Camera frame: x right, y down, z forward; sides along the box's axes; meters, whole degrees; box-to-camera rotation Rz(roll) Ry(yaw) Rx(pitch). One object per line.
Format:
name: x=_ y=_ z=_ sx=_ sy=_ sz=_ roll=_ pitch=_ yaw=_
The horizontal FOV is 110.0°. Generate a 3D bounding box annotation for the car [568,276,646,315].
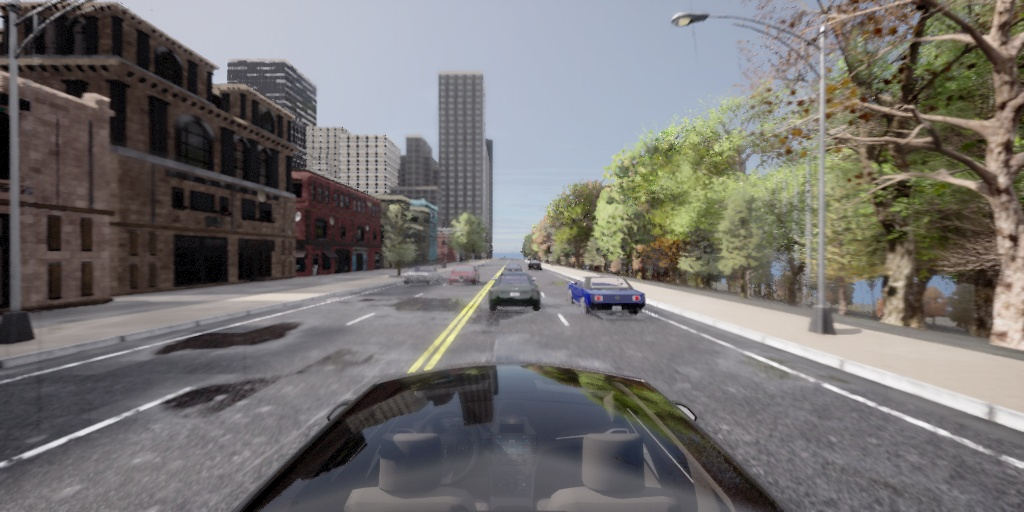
car: x=3.356 y=1.388 z=13.681 sx=1.895 sy=1.301 sz=4.718 roll=0 pitch=0 yaw=0

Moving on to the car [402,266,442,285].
car: x=-6.586 y=1.426 z=26.626 sx=1.895 sy=1.301 sz=4.718 roll=0 pitch=0 yaw=0

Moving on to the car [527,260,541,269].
car: x=3.373 y=1.378 z=54.332 sx=1.882 sy=1.535 sz=5.008 roll=0 pitch=0 yaw=0

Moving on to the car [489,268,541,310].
car: x=0.107 y=1.355 z=14.974 sx=1.994 sy=1.385 sz=4.181 roll=0 pitch=0 yaw=0

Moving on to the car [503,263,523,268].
car: x=0.113 y=1.399 z=35.856 sx=2.033 sy=1.411 sz=5.357 roll=0 pitch=0 yaw=0

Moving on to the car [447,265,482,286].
car: x=-3.340 y=1.349 z=25.891 sx=1.812 sy=1.442 sz=4.674 roll=0 pitch=0 yaw=0
